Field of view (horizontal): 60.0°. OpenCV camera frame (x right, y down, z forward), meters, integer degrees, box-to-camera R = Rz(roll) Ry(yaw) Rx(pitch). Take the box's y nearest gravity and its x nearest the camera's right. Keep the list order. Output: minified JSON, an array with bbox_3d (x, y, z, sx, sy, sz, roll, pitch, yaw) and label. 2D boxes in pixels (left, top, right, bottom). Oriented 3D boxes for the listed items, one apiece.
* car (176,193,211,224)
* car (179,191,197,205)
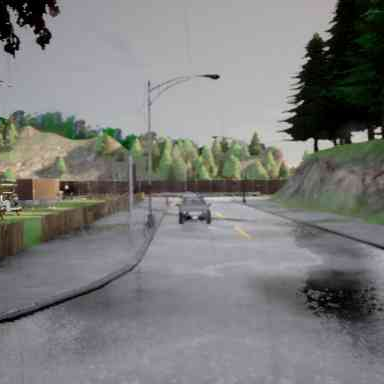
[{"bbox_3d":[0.082,1.051,20.412,2.128,1.511,4.902,0,1,-2],"label":"car"},{"bbox_3d":[-0.527,0.678,40.809,2.033,1.411,5.357,0,1,-2],"label":"car"}]
